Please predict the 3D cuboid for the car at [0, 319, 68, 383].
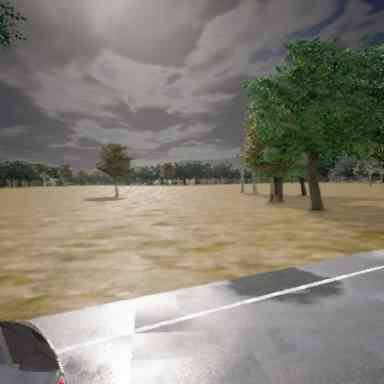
[{"bbox_3d":[-2.912,1.562,1.872,4.181,1.385,1.994,0,0,-35],"label":"car"}]
